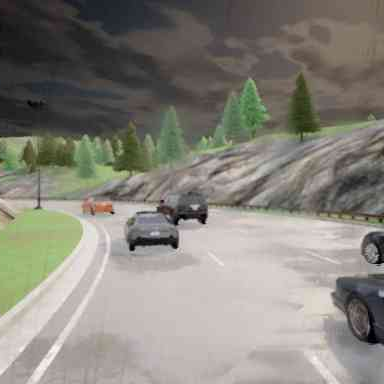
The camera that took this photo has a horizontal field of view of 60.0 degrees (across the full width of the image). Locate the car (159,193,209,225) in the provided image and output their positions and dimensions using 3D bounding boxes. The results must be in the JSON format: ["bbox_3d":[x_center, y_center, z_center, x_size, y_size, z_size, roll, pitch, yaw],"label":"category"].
[{"bbox_3d":[-0.746,1.071,22.582,2.150,2.045,5.566,0,0,-21],"label":"car"}]

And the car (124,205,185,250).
[{"bbox_3d":[-1.806,1.476,14.092,1.994,1.385,4.181,0,0,-13],"label":"car"}]

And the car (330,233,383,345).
[{"bbox_3d":[3.426,1.508,3.295,2.033,1.411,5.357,0,0,-3],"label":"car"}]

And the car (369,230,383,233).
[{"bbox_3d":[6.357,1.417,8.437,1.837,1.490,4.892,0,0,-7],"label":"car"}]

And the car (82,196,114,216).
[{"bbox_3d":[-8.866,1.181,31.144,2.097,1.767,4.553,-1,0,-30],"label":"car"}]
